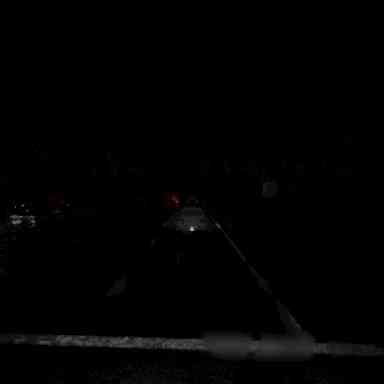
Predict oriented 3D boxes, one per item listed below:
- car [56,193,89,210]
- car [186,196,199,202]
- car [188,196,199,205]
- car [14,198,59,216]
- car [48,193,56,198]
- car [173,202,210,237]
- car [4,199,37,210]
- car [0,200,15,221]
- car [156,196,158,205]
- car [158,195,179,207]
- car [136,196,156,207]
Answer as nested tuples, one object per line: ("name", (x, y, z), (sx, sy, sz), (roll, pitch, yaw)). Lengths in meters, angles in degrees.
("car", (-14.998, 1.193, 42.924), (2.150, 2.045, 5.566), (0, 0, 0))
("car", (0.041, 1.494, 48.971), (1.812, 1.442, 4.674), (0, 0, 1))
("car", (0.257, 1.440, 59.151), (1.882, 1.535, 5.008), (0, 0, 2))
("car", (-15.075, 1.542, 32.444), (1.994, 1.385, 4.181), (0, 0, 0))
("car", (-18.484, 1.191, 46.265), (2.150, 2.045, 5.566), (0, 0, 0))
("car", (0.000, 1.514, 17.954), (1.812, 1.442, 4.674), (0, 0, 0))
("car", (-21.997, 1.572, 42.862), (1.895, 1.301, 4.718), (0, 0, 0))
("car", (-15.094, 1.548, 24.033), (1.994, 1.385, 4.181), (0, 0, 0))
("car", (-6.740, 1.487, 59.335), (1.812, 1.442, 4.674), (0, 0, 2))
("car", (-3.456, 1.532, 49.385), (1.994, 1.385, 4.181), (0, 0, 1))
("car", (-6.960, 1.516, 48.975), (2.033, 1.411, 5.357), (0, 0, 1))
